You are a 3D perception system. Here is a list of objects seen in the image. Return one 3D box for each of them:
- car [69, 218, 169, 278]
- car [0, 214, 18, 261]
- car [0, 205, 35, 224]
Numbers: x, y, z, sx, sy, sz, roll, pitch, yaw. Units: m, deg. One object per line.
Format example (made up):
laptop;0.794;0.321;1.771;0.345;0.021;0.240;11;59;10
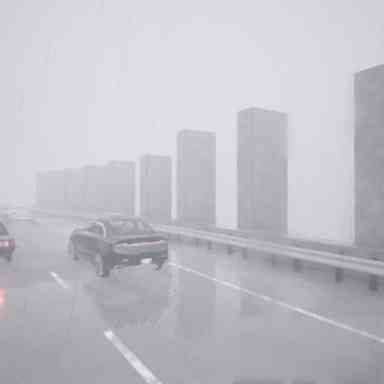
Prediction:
car;-2.503;1.572;10.557;2.128;1.511;4.902;0;-1;-33
car;-7.663;1.681;11.972;1.895;1.301;4.718;0;-1;-34
car;-13.580;1.704;25.818;1.812;1.442;4.674;1;-1;-38
